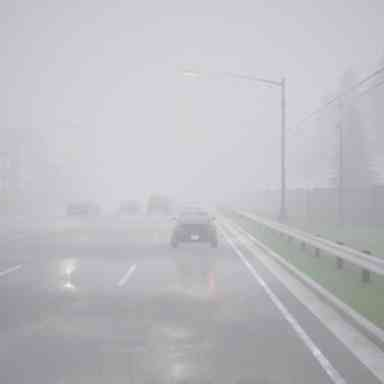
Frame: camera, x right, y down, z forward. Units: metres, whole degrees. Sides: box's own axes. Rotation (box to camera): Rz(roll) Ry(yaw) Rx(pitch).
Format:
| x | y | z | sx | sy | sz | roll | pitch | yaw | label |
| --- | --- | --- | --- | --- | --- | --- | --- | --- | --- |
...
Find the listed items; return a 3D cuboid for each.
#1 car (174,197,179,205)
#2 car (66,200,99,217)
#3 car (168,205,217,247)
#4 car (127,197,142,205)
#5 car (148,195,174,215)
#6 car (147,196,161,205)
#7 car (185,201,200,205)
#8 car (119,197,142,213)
| x | y | z | sx | sy | sz | roll | pitch | yaw | label |
| --- | --- | --- | --- | --- | --- | --- | --- | --- | --- |
| -3.397 | 1.622 | 60.902 | 1.812 | 1.442 | 4.674 | 0 | 0 | 0 | car |
| -10.399 | 1.528 | 31.963 | 1.882 | 1.535 | 5.008 | 0 | 0 | 0 | car |
| 0.103 | 1.550 | 14.941 | 1.812 | 1.442 | 4.674 | 0 | 0 | 0 | car |
| -10.401 | 1.621 | 60.552 | 1.812 | 1.442 | 4.674 | 0 | 0 | 0 | car |
| -3.398 | 1.279 | 35.472 | 2.150 | 2.045 | 5.566 | 0 | 0 | 0 | car |
| -6.898 | 1.589 | 61.131 | 2.128 | 1.511 | 4.902 | 0 | 0 | 0 | car |
| 0.103 | 1.661 | 37.687 | 1.895 | 1.301 | 4.718 | 0 | 0 | 0 | car |
| -6.898 | 1.551 | 37.463 | 2.128 | 1.511 | 4.902 | 0 | 0 | 0 | car |
